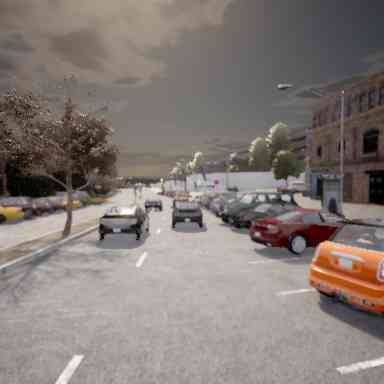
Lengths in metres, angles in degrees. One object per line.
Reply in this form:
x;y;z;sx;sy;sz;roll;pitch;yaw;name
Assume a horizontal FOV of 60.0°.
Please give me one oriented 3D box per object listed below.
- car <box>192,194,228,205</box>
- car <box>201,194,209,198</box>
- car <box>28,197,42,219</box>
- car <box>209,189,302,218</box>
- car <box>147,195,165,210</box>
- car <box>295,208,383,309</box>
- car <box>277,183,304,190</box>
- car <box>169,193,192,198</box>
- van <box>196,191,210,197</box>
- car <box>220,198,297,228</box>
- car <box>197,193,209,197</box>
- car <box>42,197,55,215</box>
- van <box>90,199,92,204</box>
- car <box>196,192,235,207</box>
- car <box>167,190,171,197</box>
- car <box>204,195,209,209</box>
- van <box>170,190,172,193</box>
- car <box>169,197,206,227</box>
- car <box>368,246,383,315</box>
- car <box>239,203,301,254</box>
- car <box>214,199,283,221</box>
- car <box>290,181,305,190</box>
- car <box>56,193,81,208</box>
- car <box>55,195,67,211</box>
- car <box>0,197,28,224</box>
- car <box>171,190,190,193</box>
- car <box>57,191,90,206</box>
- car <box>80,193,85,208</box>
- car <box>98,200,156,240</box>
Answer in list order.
2.681;1.084;48.847;4.792;1.488;2.163;0;0;-26;car
3.689;1.220;33.823;4.674;1.452;2.002;0;0;-24;car
-14.087;1.175;25.048;4.553;1.767;2.185;-1;1;-23;car
4.310;1.036;21.735;5.566;2.045;2.435;1;1;-23;car
-4.233;1.288;36.958;1.895;1.301;4.718;0;0;-4;car
4.696;1.296;6.649;4.553;1.767;2.185;1;0;-21;car
17.403;-0.336;60.918;2.002;1.452;4.674;-7;4;-30;car
-1.289;1.165;37.727;2.128;1.511;4.902;0;0;-4;car
3.168;0.901;39.794;4.442;1.987;1.878;0;1;-25;van
4.451;1.314;18.732;5.008;1.535;2.097;1;1;-22;car
3.498;1.155;36.834;4.892;1.521;2.231;0;1;-24;car
-14.271;1.317;27.996;4.674;1.452;2.002;-1;1;-23;car
-15.239;0.929;42.812;4.442;1.987;1.878;-1;0;-25;van
3.060;0.976;42.868;4.553;1.767;2.185;0;1;-25;car
-3.239;0.619;92.323;5.566;2.045;2.435;0;1;-30;car
3.883;1.247;30.804;4.674;1.452;2.002;0;1;-24;car
-2.788;0.674;89.318;4.442;1.987;1.878;0;1;-30;van
-0.344;1.321;21.111;1.837;1.490;4.892;0;0;-2;car
4.734;1.450;3.631;4.892;1.521;2.231;1;0;-20;car
4.612;1.368;12.697;5.008;1.535;2.097;1;0;-22;car
4.195;1.300;24.775;4.674;1.452;2.002;0;0;-23;car
20.353;-0.920;61.410;2.435;2.045;5.566;-7;4;-30;car
-14.483;1.222;33.986;5.366;1.575;1.946;-1;0;-24;car
-14.451;1.293;30.952;4.674;1.452;2.002;-1;1;-23;car
-14.143;1.326;22.007;5.366;1.575;1.946;-1;1;-22;car
-2.209;0.805;86.398;4.553;1.767;2.185;0;0;-30;car
-15.062;1.055;39.823;4.553;1.767;2.185;-1;1;-24;car
-15.032;1.205;36.784;5.366;1.575;1.946;-1;1;-24;car
-3.171;1.354;16.186;2.128;1.511;4.902;0;0;-2;car
